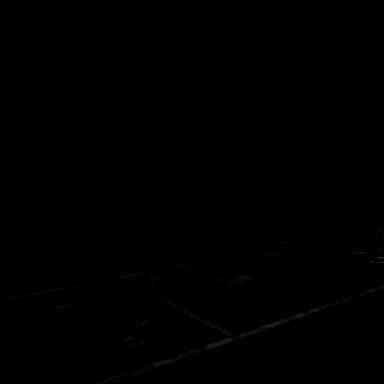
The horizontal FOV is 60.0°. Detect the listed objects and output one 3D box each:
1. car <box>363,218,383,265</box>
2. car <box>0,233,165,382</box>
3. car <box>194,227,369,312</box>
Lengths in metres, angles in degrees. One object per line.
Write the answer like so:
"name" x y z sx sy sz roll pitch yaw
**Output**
"car" 6.499 1.536 10.820 4.403 1.369 2.008 0 0 -35
"car" -2.489 1.440 4.412 4.097 1.590 1.967 0 0 -35
"car" 2.005 1.574 7.616 4.206 1.307 1.802 0 0 -35
